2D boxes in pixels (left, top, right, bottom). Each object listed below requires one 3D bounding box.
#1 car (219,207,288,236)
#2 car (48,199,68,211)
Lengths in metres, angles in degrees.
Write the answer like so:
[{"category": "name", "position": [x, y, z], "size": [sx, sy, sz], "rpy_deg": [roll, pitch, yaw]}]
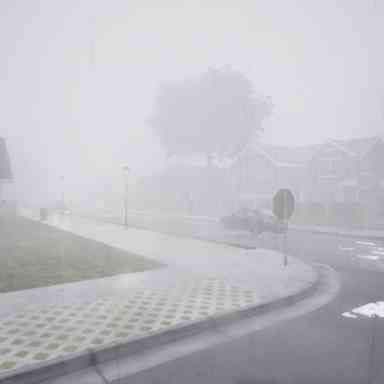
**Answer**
[{"category": "car", "position": [3.404, 1.602, 19.109], "size": [1.812, 1.442, 4.674], "rpy_deg": [0, 0, -30]}, {"category": "car", "position": [-18.916, 1.805, 46.737], "size": [1.837, 1.490, 4.892], "rpy_deg": [0, 0, -35]}]
